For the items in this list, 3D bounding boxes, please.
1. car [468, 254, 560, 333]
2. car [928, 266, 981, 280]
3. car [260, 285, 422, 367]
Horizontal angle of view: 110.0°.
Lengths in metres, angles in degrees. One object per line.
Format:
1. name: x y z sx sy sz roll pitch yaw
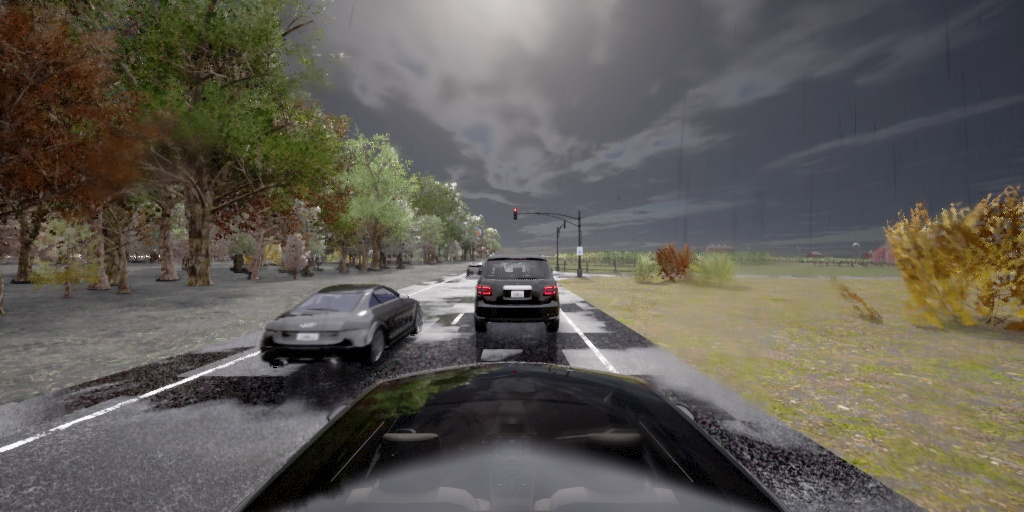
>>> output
1. car: 0.119 0.974 10.945 2.150 2.045 5.566 0 0 0
2. car: 48.590 1.783 39.226 4.892 1.490 1.837 1 -1 0
3. car: -3.388 1.315 7.958 1.994 1.385 4.181 0 0 0
